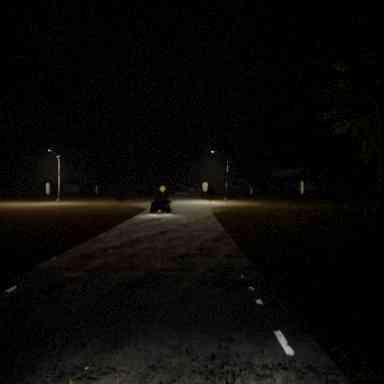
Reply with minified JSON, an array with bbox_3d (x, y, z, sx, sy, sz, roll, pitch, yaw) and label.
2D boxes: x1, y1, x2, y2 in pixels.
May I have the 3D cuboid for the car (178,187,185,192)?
[{"bbox_3d":[-2.919,-0.790,95.496,2.033,1.411,5.357,0,2,0],"label":"car"}]

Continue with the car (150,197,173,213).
[{"bbox_3d":[-2.817,1.193,31.643,2.033,1.411,5.357,0,1,0],"label":"car"}]

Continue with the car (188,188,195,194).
[{"bbox_3d":[-0.160,-0.276,90.067,2.128,1.511,4.902,0,2,0],"label":"car"}]
